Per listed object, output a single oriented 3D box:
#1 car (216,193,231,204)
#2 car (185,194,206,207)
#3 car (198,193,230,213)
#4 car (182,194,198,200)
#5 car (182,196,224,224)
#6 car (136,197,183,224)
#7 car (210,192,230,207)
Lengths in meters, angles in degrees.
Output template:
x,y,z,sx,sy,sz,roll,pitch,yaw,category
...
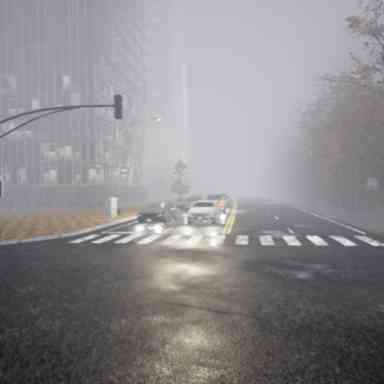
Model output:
x,y,z,sx,sy,sz,roll,pitch,yaw,category
4.840,0.962,50.506,2.033,1.411,5.357,-1,1,8,car
0.571,1.047,43.306,2.128,1.511,4.902,-1,1,8,car
2.170,0.998,31.368,2.097,1.767,4.553,-1,1,8,car
-0.812,1.223,33.393,2.033,1.411,5.357,-1,1,8,car
0.870,1.281,22.636,1.812,1.442,4.674,-1,1,10,car
-2.291,1.347,23.490,2.033,1.411,5.357,-1,1,9,car
3.545,0.881,40.911,2.097,1.767,4.553,-1,1,9,car
